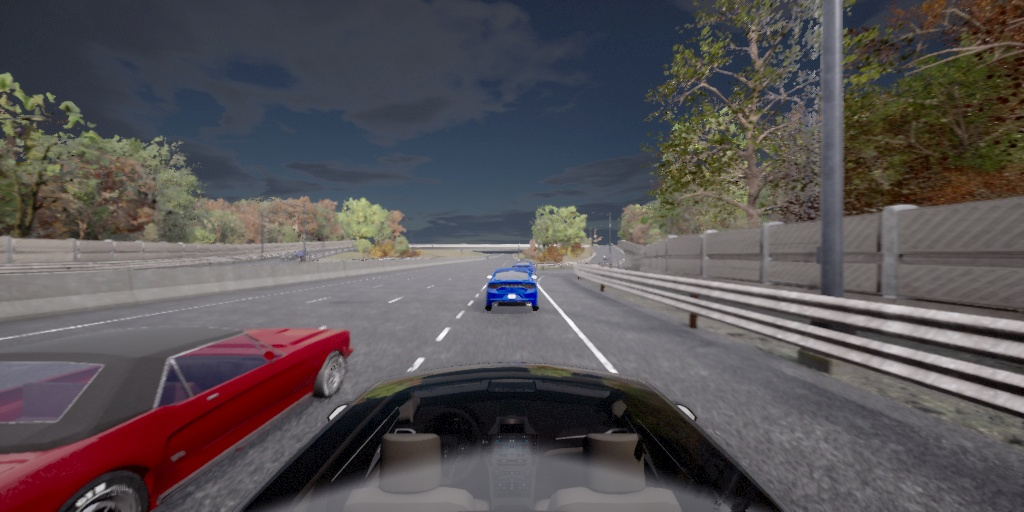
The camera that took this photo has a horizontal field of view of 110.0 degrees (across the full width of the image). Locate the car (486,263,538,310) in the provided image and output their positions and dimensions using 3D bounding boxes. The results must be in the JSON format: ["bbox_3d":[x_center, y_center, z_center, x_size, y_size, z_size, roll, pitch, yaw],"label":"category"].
[{"bbox_3d":[-0.001,1.220,14.674,1.882,1.535,5.008,0,0,0],"label":"car"}]

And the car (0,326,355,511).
[{"bbox_3d":[-3.403,1.350,3.526,1.895,1.301,4.718,0,0,0],"label":"car"}]

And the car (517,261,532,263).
[{"bbox_3d":[1.258,1.222,34.752,1.882,1.535,5.008,0,-1,9],"label":"car"}]
